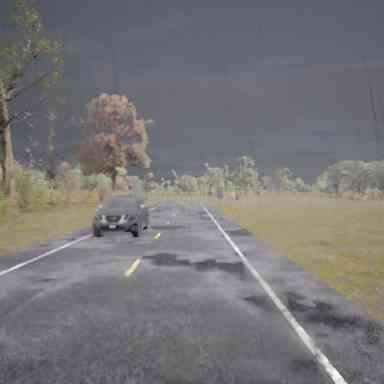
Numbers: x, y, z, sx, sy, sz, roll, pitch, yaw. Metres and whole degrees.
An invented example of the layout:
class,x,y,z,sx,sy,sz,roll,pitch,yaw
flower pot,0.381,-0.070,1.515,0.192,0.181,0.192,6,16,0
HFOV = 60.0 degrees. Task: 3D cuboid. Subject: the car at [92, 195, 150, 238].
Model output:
class,x,y,z,sx,sy,sz,roll,pitch,yaw
car,-3.597,1.215,17.804,2.150,2.045,5.566,0,0,0
